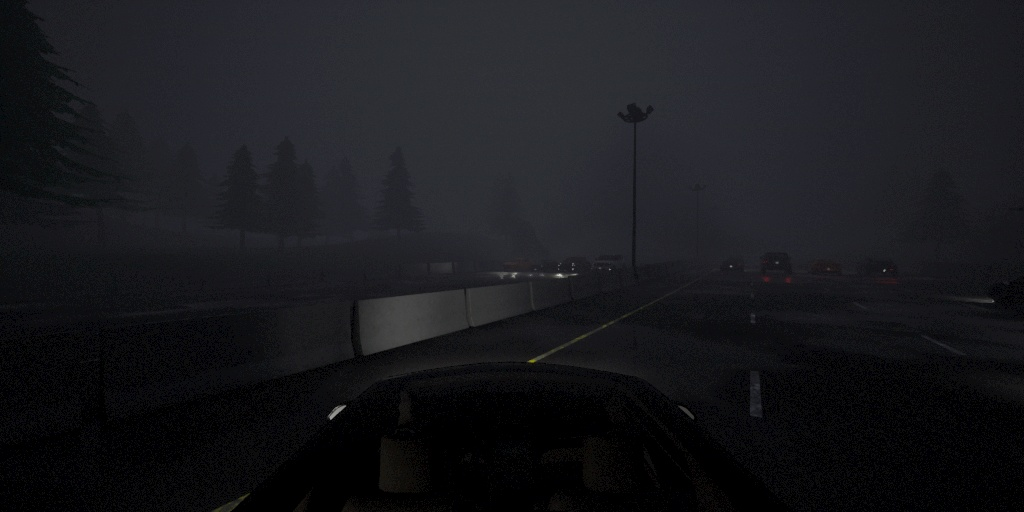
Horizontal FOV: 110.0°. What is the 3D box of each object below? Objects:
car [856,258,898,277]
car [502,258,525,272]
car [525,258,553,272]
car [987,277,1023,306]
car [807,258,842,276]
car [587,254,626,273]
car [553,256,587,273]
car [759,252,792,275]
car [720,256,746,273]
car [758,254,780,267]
[{"bbox_3d":[31.144,0.904,30.692,1.837,1.490,4.892,0,0,34],"label":"car"},{"bbox_3d":[0.805,0.979,42.162,1.882,1.535,5.008,0,1,34],"label":"car"},{"bbox_3d":[3.751,1.103,40.268,1.895,1.301,4.718,0,1,34],"label":"car"},{"bbox_3d":[18.740,1.238,12.071,2.033,1.411,5.357,0,0,34],"label":"car"},{"bbox_3d":[27.824,0.891,32.025,1.882,1.535,5.008,0,1,34],"label":"car"},{"bbox_3d":[10.071,0.793,37.116,2.150,2.045,5.566,0,1,34],"label":"car"},{"bbox_3d":[6.642,0.856,38.299,2.097,1.767,4.553,0,1,34],"label":"car"},{"bbox_3d":[24.577,0.643,33.459,2.150,2.045,5.566,0,1,34],"label":"car"},{"bbox_3d":[22.566,0.954,36.756,1.994,1.385,4.181,0,1,34],"label":"car"},{"bbox_3d":[33.373,0.582,46.653,2.128,1.511,4.902,0,1,33],"label":"car"}]
